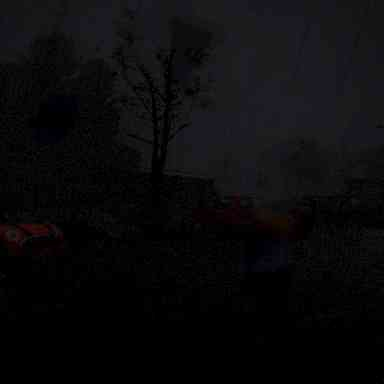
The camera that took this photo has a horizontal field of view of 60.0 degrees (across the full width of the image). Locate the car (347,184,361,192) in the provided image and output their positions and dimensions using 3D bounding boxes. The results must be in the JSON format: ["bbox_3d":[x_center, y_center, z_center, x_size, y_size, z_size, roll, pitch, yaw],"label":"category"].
[{"bbox_3d":[28.787,-0.478,58.402,2.435,2.045,5.566,7,3,35],"label":"car"}]

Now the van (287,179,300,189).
[{"bbox_3d":[21.816,-1.544,68.150,1.878,1.987,4.442,7,4,35],"label":"van"}]

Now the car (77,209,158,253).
[{"bbox_3d":[-4.093,1.490,13.610,4.892,1.521,2.231,-1,-1,35],"label":"car"}]

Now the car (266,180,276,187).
[{"bbox_3d":[18.513,-1.865,73.352,1.946,1.575,5.366,7,3,35],"label":"car"}]

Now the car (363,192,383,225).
[{"bbox_3d":[10.639,1.247,24.019,5.566,2.045,2.435,-1,-1,35],"label":"car"}]

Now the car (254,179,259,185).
[{"bbox_3d":[16.681,-2.097,75.673,2.002,1.452,4.674,7,4,35],"label":"car"}]

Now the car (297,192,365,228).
[{"bbox_3d":[8.125,1.245,22.314,5.566,2.045,2.435,-1,-1,35],"label":"car"}]

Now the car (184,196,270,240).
[{"bbox_3d":[0.771,1.239,17.102,5.566,2.045,2.435,-1,-1,35],"label":"car"}]

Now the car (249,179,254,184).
[{"bbox_3d":[14.939,-2.371,78.135,2.002,1.452,4.674,7,3,35],"label":"car"}]

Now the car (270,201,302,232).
[{"bbox_3d":[3.091,1.491,18.929,5.366,1.575,1.946,-1,-1,35],"label":"car"}]

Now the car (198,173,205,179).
[{"bbox_3d":[4.458,-4.140,92.840,2.185,1.767,4.553,4,1,33],"label":"car"}]

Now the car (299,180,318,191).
[{"bbox_3d":[23.576,-1.045,65.788,2.231,1.521,4.892,7,3,35],"label":"car"}]

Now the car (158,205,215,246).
[{"bbox_3d":[-1.673,1.518,15.357,4.792,1.488,2.163,-1,0,35],"label":"car"}]

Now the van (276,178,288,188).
[{"bbox_3d":[20.087,-1.817,70.621,1.878,1.987,4.442,7,4,35],"label":"van"}]

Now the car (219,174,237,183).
[{"bbox_3d":[9.833,-3.230,85.645,1.946,1.575,5.366,7,3,34],"label":"car"}]

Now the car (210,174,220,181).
[{"bbox_3d":[7.982,-3.753,87.904,2.435,2.045,5.566,7,4,34],"label":"car"}]

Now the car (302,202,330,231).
[{"bbox_3d":[5.698,1.534,20.557,4.674,1.452,2.002,-1,-1,35],"label":"car"}]

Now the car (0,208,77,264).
[{"bbox_3d":[-6.560,1.365,11.885,4.553,1.767,2.185,-1,-1,34],"label":"car"}]

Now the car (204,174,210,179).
[{"bbox_3d":[6.188,-3.905,90.370,2.185,1.767,4.553,6,3,34],"label":"car"}]

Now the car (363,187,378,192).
[{"bbox_3d":[30.478,0.084,55.930,2.002,1.452,4.674,7,3,35],"label":"car"}]

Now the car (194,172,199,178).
[{"bbox_3d":[2.686,-4.417,95.187,2.435,2.045,5.566,1,-1,34],"label":"car"}]
